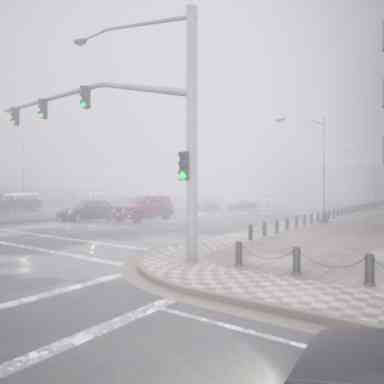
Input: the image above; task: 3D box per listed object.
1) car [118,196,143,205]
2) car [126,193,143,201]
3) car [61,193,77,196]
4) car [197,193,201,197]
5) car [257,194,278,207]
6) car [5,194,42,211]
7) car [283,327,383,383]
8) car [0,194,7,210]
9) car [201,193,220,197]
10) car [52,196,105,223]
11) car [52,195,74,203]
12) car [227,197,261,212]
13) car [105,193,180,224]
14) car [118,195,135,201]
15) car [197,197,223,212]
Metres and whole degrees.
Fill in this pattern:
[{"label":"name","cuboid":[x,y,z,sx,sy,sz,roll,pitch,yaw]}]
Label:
[{"label":"car","cuboid":[-10.440,1.462,56.423,1.970,1.475,3.806,0,0,36]},{"label":"car","cuboid":[-13.811,1.227,80.478,1.905,1.878,3.866,0,0,36]},{"label":"car","cuboid":[-24.134,1.224,66.322,1.932,1.855,4.605,0,0,36]},{"label":"car","cuboid":[2.053,1.221,68.927,1.905,1.878,3.866,0,0,36]},{"label":"car","cuboid":[11.963,1.278,53.736,2.150,2.045,5.566,0,0,36]},{"label":"car","cuboid":[-24.009,1.463,47.635,1.970,1.475,3.806,0,0,36]},{"label":"car","cuboid":[3.171,1.547,1.700,5.357,1.411,2.033,0,0,33]},{"label":"car","cuboid":[-26.345,1.432,49.344,1.784,1.438,3.905,0,0,36]},{"label":"car","cuboid":[4.357,1.218,67.175,1.932,1.855,4.605,0,0,36]},{"label":"car","cuboid":[-8.282,1.414,26.003,2.097,1.767,4.553,0,0,36]},{"label":"car","cuboid":[-26.434,1.435,68.083,1.784,1.438,3.905,0,0,36]},{"label":"car","cuboid":[6.098,1.661,39.852,1.895,1.301,4.718,0,0,36]},{"label":"car","cuboid":[-3.743,1.282,26.303,2.150,2.045,5.566,0,0,36]},{"label":"car","cuboid":[-16.142,1.467,82.196,1.970,1.475,3.806,0,0,36]},{"label":"car","cuboid":[1.655,1.625,39.691,1.994,1.385,4.181,0,0,36]}]
